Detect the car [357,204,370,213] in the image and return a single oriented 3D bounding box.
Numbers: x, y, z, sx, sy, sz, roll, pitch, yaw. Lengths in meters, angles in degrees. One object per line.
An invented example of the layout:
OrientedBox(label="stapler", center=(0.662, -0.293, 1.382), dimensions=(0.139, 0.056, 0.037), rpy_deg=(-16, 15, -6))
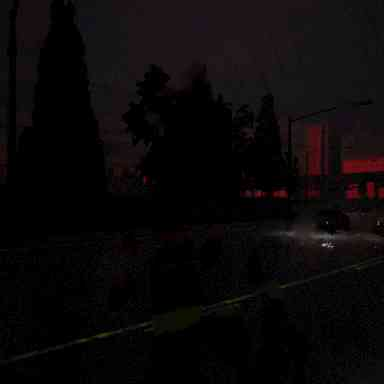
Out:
OrientedBox(label="car", center=(29.921, 2.920, 58.910), dimensions=(1.882, 1.535, 5.008), rpy_deg=(0, -1, 2))

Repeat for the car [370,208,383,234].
OrientedBox(label="car", center=(13.101, 1.858, 21.106), dimensions=(1.882, 1.535, 5.008), rpy_deg=(0, -1, 41))

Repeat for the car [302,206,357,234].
OrientedBox(label="car", center=(8.777, 1.838, 21.502), dimensions=(1.812, 1.442, 4.674), rpy_deg=(0, -1, 42))

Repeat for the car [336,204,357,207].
OrientedBox(label="car", center=(26.341, 2.889, 58.179), dimensions=(1.882, 1.535, 5.008), rpy_deg=(0, -2, 2))
